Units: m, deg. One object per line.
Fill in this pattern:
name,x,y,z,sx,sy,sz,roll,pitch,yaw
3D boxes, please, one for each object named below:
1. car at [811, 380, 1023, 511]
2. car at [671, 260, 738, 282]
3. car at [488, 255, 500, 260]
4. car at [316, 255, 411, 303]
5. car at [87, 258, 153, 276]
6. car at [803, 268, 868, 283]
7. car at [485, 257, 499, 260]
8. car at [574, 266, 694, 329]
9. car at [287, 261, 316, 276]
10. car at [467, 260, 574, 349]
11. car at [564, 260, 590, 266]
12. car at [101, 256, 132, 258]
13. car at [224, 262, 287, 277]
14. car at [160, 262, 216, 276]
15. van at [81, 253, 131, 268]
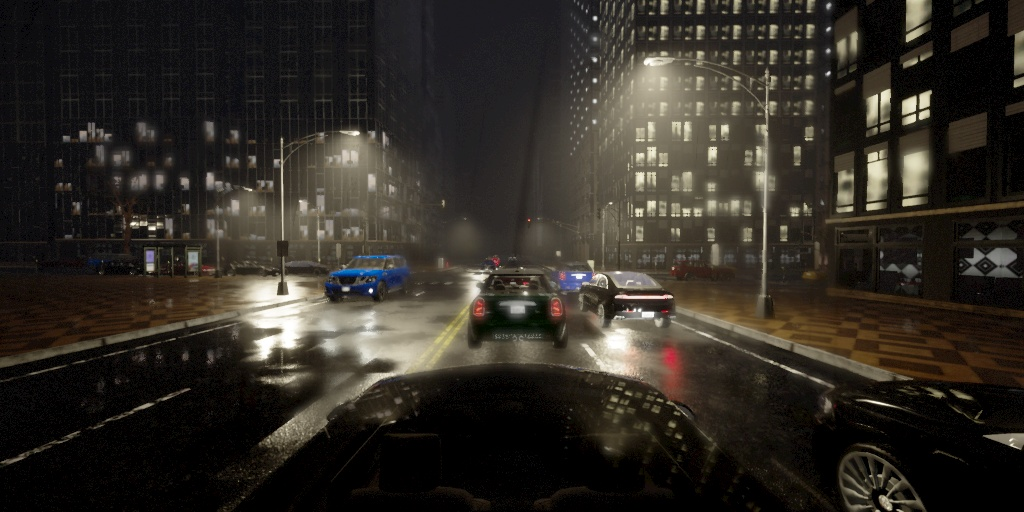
car,3.344,1.242,0.902,2.128,1.511,4.902,0,0,0
car,16.232,1.269,30.785,5.009,1.841,2.192,0,0,1
car,-3.251,0.925,61.045,2.150,2.045,5.566,0,0,0
car,-6.488,0.966,16.906,2.150,2.045,5.566,0,0,1
car,-34.056,1.069,31.685,4.313,1.339,1.948,0,0,1
car,27.680,1.578,30.573,4.829,1.417,1.751,0,0,1
car,-3.281,1.241,50.822,1.812,1.442,4.674,0,0,0
car,3.363,1.237,11.294,2.128,1.511,4.902,0,0,0
car,-19.664,1.138,33.991,5.357,1.411,2.033,1,1,0
car,0.111,1.099,9.320,2.097,1.767,4.553,0,0,0
car,3.375,1.092,20.136,2.097,1.767,4.553,0,0,0
car,-36.193,0.967,34.367,4.674,1.442,1.812,1,1,1
car,-22.692,1.173,31.364,4.313,1.339,1.948,0,0,1
car,-28.376,1.138,31.505,4.207,1.307,1.802,0,0,1
van,-45.236,0.605,40.361,3.998,1.789,1.690,0,0,1
